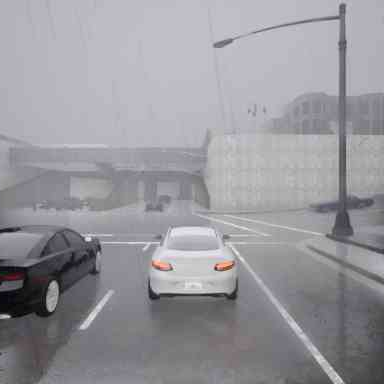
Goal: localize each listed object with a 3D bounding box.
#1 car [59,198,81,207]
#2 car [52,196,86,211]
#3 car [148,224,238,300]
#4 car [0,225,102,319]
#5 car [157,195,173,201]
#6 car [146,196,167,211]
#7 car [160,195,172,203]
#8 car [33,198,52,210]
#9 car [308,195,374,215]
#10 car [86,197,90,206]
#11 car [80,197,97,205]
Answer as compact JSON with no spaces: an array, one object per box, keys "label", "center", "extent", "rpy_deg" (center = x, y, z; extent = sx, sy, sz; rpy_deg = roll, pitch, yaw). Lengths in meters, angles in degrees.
[{"label":"car","center":[-18.962,1.601,51.840],"extent":[1.895,1.301,4.718],"rpy_deg":[0,0,-2]},{"label":"car","center":[-15.091,1.352,41.047],"extent":[2.097,1.767,4.553],"rpy_deg":[0,0,-2]},{"label":"car","center":[0.015,1.526,8.292],"extent":[1.812,1.442,4.674],"rpy_deg":[0,0,0]},{"label":"car","center":[-3.479,1.478,7.492],"extent":[1.882,1.535,5.008],"rpy_deg":[0,0,0]},{"label":"car","center":[-6.800,1.500,83.575],"extent":[1.837,1.490,4.892],"rpy_deg":[0,0,24]},{"label":"car","center":[-4.383,1.564,40.190],"extent":[1.994,1.385,4.181],"rpy_deg":[0,0,-2]},{"label":"car","center":[-5.232,1.564,66.072],"extent":[1.994,1.385,4.181],"rpy_deg":[0,0,-2]},{"label":"car","center":[-18.650,1.491,42.582],"extent":[2.128,1.511,4.902],"rpy_deg":[0,0,-2]},{"label":"car","center":[12.041,1.012,27.154],"extent":[4.718,1.301,1.895],"rpy_deg":[-6,0,-1]},{"label":"car","center":[-15.404,1.491,50.147],"extent":[2.128,1.511,4.902],"rpy_deg":[0,0,-2]},{"label":"car","center":[-19.259,1.601,62.010],"extent":[1.895,1.301,4.718],"rpy_deg":[0,0,-1]}]
